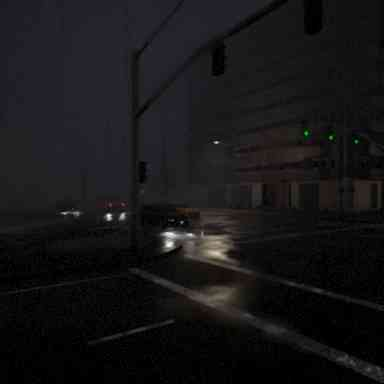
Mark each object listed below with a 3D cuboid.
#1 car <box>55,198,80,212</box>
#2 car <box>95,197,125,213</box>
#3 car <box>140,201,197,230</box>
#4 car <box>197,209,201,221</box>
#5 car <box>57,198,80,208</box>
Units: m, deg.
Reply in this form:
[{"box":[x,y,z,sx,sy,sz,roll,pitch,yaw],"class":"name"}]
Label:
[{"box":[-15.285,1.593,40.545,2.033,1.411,5.357,0,0,-35],"class":"car"},{"box":[-9.471,1.398,38.401,2.097,1.767,4.553,0,0,-35],"class":"car"},{"box":[-2.015,1.547,21.864,1.837,1.490,4.892,0,1,-36],"class":"car"},{"box":[-1.250,1.520,26.828,1.882,1.535,5.008,0,0,-35],"class":"car"},{"box":[-19.651,1.656,52.882,2.033,1.411,5.357,0,0,-35],"class":"car"}]
